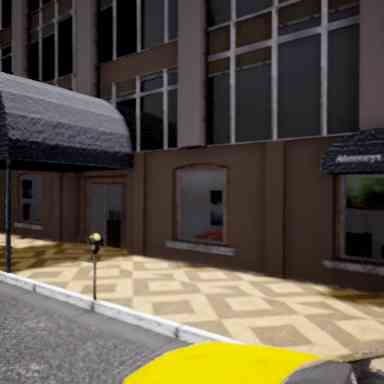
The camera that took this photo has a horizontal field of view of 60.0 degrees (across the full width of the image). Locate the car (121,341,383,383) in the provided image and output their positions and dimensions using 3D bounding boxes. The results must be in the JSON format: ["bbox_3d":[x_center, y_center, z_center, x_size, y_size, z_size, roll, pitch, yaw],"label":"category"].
[{"bbox_3d":[1.442,1.527,1.691,4.829,1.417,1.752,0,0,35],"label":"car"}]
